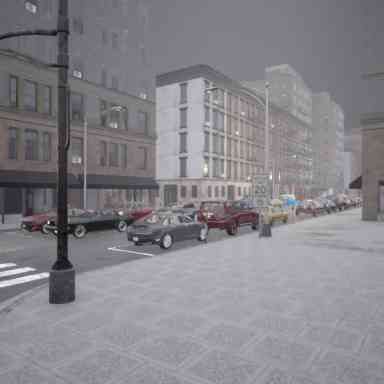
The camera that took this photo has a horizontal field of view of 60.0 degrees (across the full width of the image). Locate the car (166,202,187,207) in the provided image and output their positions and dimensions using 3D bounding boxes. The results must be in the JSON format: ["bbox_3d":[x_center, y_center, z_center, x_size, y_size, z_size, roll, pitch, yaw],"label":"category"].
[{"bbox_3d":[0.430,1.505,26.041,1.837,1.490,4.892,0,0,35],"label":"car"}]

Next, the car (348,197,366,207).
[{"bbox_3d":[27.085,1.594,54.421,2.008,1.369,4.403,0,0,35],"label":"car"}]

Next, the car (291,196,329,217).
[{"bbox_3d":[11.533,1.472,32.292,1.967,1.590,4.097,0,0,35],"label":"car"}]

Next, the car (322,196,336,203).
[{"bbox_3d":[29.851,1.554,72.312,1.887,1.381,4.507,0,0,35],"label":"car"}]

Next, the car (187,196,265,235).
[{"bbox_3d":[2.202,1.341,19.014,2.192,1.841,5.009,0,0,35],"label":"car"}]

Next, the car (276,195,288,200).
[{"bbox_3d":[11.090,1.521,45.619,1.752,1.417,4.829,0,0,35],"label":"car"}]

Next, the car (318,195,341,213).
[{"bbox_3d":[14.643,1.474,36.717,1.967,1.590,4.097,0,0,35],"label":"car"}]

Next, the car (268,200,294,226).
[{"bbox_3d":[5.410,1.553,23.580,1.752,1.417,4.829,0,0,35],"label":"car"}]

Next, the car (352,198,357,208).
[{"bbox_3d":[20.864,1.620,45.569,1.802,1.307,4.206,0,0,35],"label":"car"}]

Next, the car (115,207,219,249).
[{"bbox_3d":[-0.909,1.575,14.590,2.008,1.369,4.403,0,0,35],"label":"car"}]

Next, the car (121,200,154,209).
[{"bbox_3d":[-4.364,1.427,23.629,1.967,1.590,4.097,0,0,35],"label":"car"}]

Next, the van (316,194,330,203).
[{"bbox_3d":[26.741,1.349,67.886,1.690,1.788,3.998,0,0,35],"label":"van"}]

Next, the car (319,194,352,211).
[{"bbox_3d":[17.755,1.351,41.143,2.192,1.841,5.009,0,0,35],"label":"car"}]

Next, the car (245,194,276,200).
[{"bbox_3d":[6.403,1.226,34.512,2.150,2.045,5.566,0,0,35],"label":"car"}]

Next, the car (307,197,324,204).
[{"bbox_3d":[23.630,1.572,63.461,1.947,1.339,4.313,0,0,35],"label":"car"}]

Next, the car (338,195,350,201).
[{"bbox_3d":[39.183,1.556,85.590,1.887,1.381,4.507,0,0,35],"label":"car"}]

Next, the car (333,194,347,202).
[{"bbox_3d":[36.073,1.326,81.164,2.192,1.841,5.009,0,0,35],"label":"car"}]

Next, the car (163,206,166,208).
[{"bbox_3d":[-1.253,1.539,28.056,2.008,1.369,4.403,0,0,35],"label":"car"}]

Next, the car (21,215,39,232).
[{"bbox_3d":[-7.474,1.530,19.204,1.887,1.381,4.507,0,0,35],"label":"car"}]

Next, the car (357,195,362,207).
[{"bbox_3d":[23.974,1.606,49.995,1.947,1.339,4.313,0,0,35],"label":"car"}]

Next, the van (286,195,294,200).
[{"bbox_3d":[14.299,1.339,50.183,1.690,1.788,3.998,0,0,35],"label":"van"}]

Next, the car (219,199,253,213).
[{"bbox_3d":[4.967,1.537,36.907,1.887,1.381,4.507,0,0,35],"label":"car"}]

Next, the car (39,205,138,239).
[{"bbox_3d":[-5.329,1.598,17.843,1.895,1.301,4.718,0,0,32],"label":"car"}]
